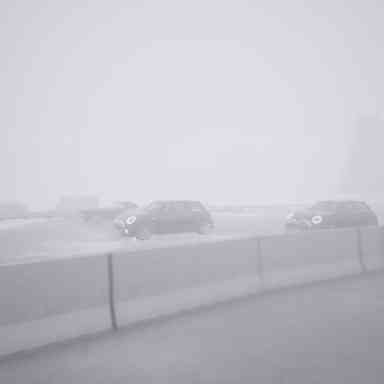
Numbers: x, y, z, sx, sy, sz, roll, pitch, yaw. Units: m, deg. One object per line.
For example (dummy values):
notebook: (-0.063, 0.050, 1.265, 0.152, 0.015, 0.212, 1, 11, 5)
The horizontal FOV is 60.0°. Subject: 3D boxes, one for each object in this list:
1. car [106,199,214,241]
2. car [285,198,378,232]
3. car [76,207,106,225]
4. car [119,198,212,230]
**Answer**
car: (-1.287, 1.132, 15.335, 4.553, 1.767, 2.097, 0, 1, -30)
car: (6.628, 1.155, 15.782, 4.553, 1.767, 2.097, 0, 1, -28)
car: (-4.885, 1.284, 21.371, 4.718, 1.301, 1.895, 0, 1, -31)
car: (-1.481, 1.202, 19.287, 5.008, 1.535, 1.882, 0, 1, -30)
